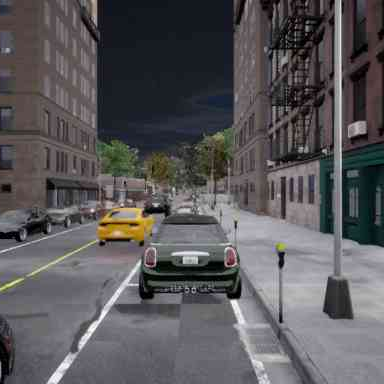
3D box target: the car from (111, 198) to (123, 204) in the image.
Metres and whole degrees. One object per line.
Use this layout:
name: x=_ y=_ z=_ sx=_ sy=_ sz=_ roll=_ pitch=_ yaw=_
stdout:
car: x=-8.408 y=1.535 z=32.737 sx=1.752 sy=1.417 sz=4.829 roll=0 pitch=0 yaw=0

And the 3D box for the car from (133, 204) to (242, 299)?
car: x=-0.032 y=1.353 z=8.620 sx=2.097 sy=1.767 sz=4.553 roll=0 pitch=0 yaw=0

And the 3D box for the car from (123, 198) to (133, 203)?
car: x=-8.408 y=1.454 z=38.426 sx=1.967 sy=1.590 sz=4.097 roll=0 pitch=0 yaw=0

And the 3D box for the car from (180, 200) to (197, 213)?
car: x=-0.383 y=1.596 z=38.428 sx=1.802 sy=1.307 sz=4.206 roll=0 pitch=0 yaw=0

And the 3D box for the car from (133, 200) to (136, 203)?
car: x=-8.408 y=1.600 z=43.945 sx=1.802 sy=1.307 sz=4.206 roll=0 pitch=0 yaw=0

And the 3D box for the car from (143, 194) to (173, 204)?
car: x=-3.019 y=1.231 z=30.507 sx=2.150 sy=2.045 sz=5.566 roll=0 pitch=0 yaw=0

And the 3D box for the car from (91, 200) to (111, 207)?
car: x=-8.408 y=1.446 z=27.388 sx=1.967 sy=1.590 sz=4.097 roll=0 pitch=0 yaw=0

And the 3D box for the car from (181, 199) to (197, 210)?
car: x=-0.383 y=1.584 z=43.946 sx=1.947 sy=1.339 sz=4.313 roll=0 pitch=0 yaw=0

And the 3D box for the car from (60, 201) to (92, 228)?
car: x=-8.408 y=1.553 z=21.869 sx=2.008 sy=1.369 sz=4.403 roll=0 pitch=0 yaw=0

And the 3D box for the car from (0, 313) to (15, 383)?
car: x=-2.922 y=1.506 z=1.812 sx=1.837 sy=1.490 sz=4.892 roll=0 pitch=0 yaw=0

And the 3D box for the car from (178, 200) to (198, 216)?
car: x=-0.383 y=1.554 z=32.910 sx=1.887 sy=1.381 sz=4.507 roll=0 pitch=0 yaw=0

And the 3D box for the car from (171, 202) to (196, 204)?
car: x=-0.383 y=1.584 z=21.873 sx=1.802 sy=1.307 sz=4.206 roll=0 pitch=0 yaw=0

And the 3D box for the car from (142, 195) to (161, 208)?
car: x=-5.770 y=1.386 z=48.051 sx=2.097 sy=1.767 sz=4.553 roll=0 pitch=0 yaw=0

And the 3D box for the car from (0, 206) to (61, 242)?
car: x=-8.408 y=1.567 z=16.351 sx=1.947 sy=1.339 sz=4.313 roll=0 pitch=0 yaw=0

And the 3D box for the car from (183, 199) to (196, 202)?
car: x=-0.383 y=1.531 z=27.562 sx=1.752 sy=1.417 sz=4.829 roll=0 pitch=0 yaw=0

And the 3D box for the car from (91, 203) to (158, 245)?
car: x=-2.919 y=1.478 z=15.511 sx=1.882 sy=1.535 sz=5.008 roll=0 pitch=0 yaw=0
